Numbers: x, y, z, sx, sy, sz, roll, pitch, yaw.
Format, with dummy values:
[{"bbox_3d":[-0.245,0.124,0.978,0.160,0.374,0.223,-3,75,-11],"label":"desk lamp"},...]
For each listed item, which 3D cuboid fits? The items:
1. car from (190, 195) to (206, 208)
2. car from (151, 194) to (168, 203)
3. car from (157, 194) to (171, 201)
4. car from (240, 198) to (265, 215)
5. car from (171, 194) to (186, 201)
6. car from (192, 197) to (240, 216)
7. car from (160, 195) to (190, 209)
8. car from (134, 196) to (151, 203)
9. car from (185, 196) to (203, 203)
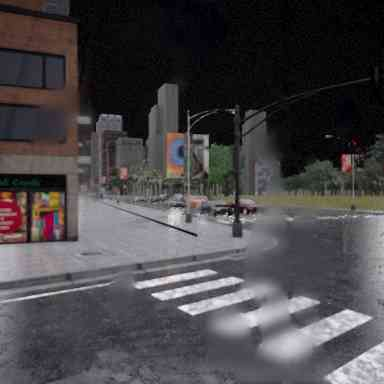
[{"bbox_3d":[1.131,1.210,43.120,2.097,1.767,4.553,0,0,-20],"label":"car"},{"bbox_3d":[-6.892,1.350,65.045,2.033,1.411,5.357,0,0,-20],"label":"car"},{"bbox_3d":[-6.126,1.179,72.343,1.837,1.490,4.892,0,0,-20],"label":"car"},{"bbox_3d":[5.156,1.361,32.328,1.882,1.535,5.008,0,0,-21],"label":"car"},{"bbox_3d":[-3.078,1.142,73.472,1.882,1.535,5.008,0,0,-20],"label":"car"},{"bbox_3d":[2.084,1.445,31.188,2.033,1.411,5.357,0,0,-20],"label":"car"},{"bbox_3d":[-2.275,1.430,42.959,1.994,1.385,4.181,0,0,-20],"label":"car"},{"bbox_3d":[-9.879,1.382,63.732,1.994,1.385,4.181,0,0,-20],"label":"car"},{"bbox_3d":[0.373,1.383,64.158,1.895,1.301,4.718,0,0,-20],"label":"car"}]
